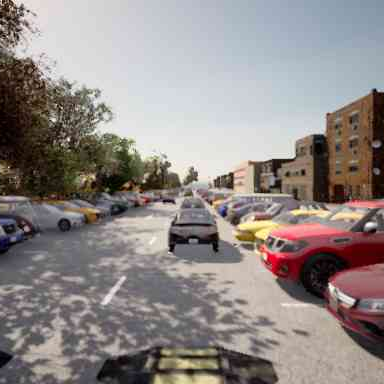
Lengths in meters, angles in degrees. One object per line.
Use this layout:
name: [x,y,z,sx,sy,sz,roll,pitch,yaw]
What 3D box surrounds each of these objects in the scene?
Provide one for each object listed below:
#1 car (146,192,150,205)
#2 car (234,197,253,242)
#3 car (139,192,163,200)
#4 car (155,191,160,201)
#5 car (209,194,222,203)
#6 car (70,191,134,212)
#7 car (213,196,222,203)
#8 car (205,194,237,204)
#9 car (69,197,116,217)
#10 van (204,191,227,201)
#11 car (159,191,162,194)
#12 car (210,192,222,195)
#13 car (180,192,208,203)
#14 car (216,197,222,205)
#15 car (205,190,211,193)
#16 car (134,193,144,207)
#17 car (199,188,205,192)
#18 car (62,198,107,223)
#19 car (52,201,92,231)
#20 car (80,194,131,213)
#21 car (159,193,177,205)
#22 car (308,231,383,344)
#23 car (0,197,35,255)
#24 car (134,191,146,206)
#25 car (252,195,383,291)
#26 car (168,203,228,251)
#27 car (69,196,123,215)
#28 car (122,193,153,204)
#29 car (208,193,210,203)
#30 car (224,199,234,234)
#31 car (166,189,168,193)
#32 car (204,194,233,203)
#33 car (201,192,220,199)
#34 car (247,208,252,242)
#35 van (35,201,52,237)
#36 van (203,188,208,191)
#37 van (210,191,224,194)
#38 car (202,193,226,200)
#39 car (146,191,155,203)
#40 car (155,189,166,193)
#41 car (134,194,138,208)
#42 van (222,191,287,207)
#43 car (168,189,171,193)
car: [-8.543,1.179,44.143,5.008,1.535,2.097,0,0,0]
car: [4.572,1.261,16.203,4.553,1.767,2.185,0,0,0]
car: [-8.506,0.832,69.207,4.553,1.767,2.185,0,1,0]
car: [-8.508,1.089,58.068,4.792,1.488,2.163,0,1,0]
car: [4.727,1.264,33.029,5.366,1.575,1.946,0,0,0]
car: [-8.511,1.038,30.219,5.566,2.045,2.435,0,0,0]
car: [4.539,1.329,30.247,4.674,1.452,2.002,0,0,0]
car: [4.536,1.110,52.513,4.892,1.521,2.231,0,0,0]
car: [-8.546,1.330,24.650,4.892,1.521,2.231,0,0,0]
van: [4.659,0.758,66.302,4.442,1.987,1.878,0,1,0]
car: [-8.543,1.034,60.854,5.008,1.535,2.097,0,1,0]
car: [4.573,1.120,35.812,4.553,1.767,2.185,0,0,0]
car: [0.069,1.171,28.658,2.097,1.767,4.553,0,0,0]
car: [4.536,1.328,24.679,5.008,1.535,2.097,0,0,0]
car: [4.573,1.008,49.727,4.553,1.767,2.185,0,1,0]
car: [-8.533,1.225,38.574,5.008,1.535,2.097,0,0,0]
car: [4.571,0.757,63.643,5.566,2.045,2.435,0,1,0]
car: [-8.544,1.348,21.865,5.008,1.535,2.097,0,0,0]
car: [-8.542,1.408,19.080,4.674,1.452,2.002,0,0,0]
car: [-8.507,1.142,33.004,4.553,1.767,2.185,0,0,0]
car: [-3.577,1.239,51.399,1.895,1.301,4.718,0,0,0]
car: [4.543,1.500,5.197,4.674,1.452,2.002,0,0,0]
car: [-8.511,1.172,10.724,5.566,2.045,2.435,0,0,0]
car: [-8.506,1.077,41.357,4.553,1.767,2.185,0,0,0]
car: [4.512,1.190,7.978,5.566,2.045,2.435,0,0,0]
car: [0.070,1.416,13.634,2.128,1.511,4.902,0,0,0]
car: [-8.567,1.338,27.433,4.792,1.488,2.163,0,0,0]
car: [-8.569,0.983,52.498,4.553,1.767,2.185,0,1,0]
car: [4.571,1.232,41.380,4.792,1.488,2.163,0,0,0]
car: [4.534,1.369,19.112,4.892,1.521,2.231,0,0,0]
car: [-8.568,0.757,77.436,4.553,1.767,2.185,0,1,0]
car: [4.549,1.060,58.079,4.892,1.521,2.231,0,1,0]
car: [4.528,0.871,82.986,4.674,1.452,2.002,-1,1,0]
car: [4.546,1.423,10.763,5.008,1.535,2.097,0,0,0]
van: [-8.423,1.179,13.509,4.442,1.987,1.878,0,0,0]
van: [4.659,0.808,60.860,4.442,1.987,1.878,0,1,0]
van: [4.659,0.999,38.531,4.442,1.987,1.878,0,0,0]
car: [4.549,0.959,69.211,4.892,1.521,2.231,0,1,0]
car: [-8.510,0.905,46.928,5.566,2.045,2.435,0,0,0]
car: [-8.566,0.733,66.296,5.566,2.045,2.435,0,1,0]
car: [-8.541,1.286,35.790,4.674,1.452,2.002,0,0,0]
van: [4.424,1.122,21.895,4.442,1.987,1.878,0,0,0]
car: [-8.565,0.604,80.345,5.566,2.045,2.435,0,1,0]
